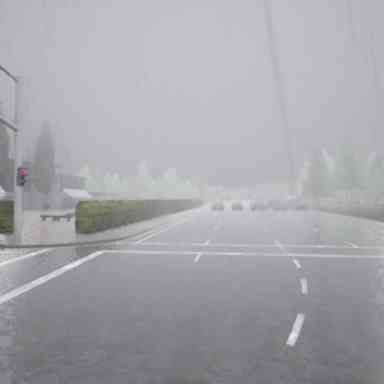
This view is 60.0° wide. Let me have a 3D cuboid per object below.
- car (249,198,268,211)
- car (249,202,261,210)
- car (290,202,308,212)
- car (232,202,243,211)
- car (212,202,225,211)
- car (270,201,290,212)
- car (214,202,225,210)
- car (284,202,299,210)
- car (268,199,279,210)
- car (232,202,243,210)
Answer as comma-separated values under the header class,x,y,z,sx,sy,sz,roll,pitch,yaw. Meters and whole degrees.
class,x,y,z,sx,sy,sz,roll,pitch,yaw
car,11.375,2.396,57.039,2.097,1.767,4.553,0,-1,7
car,12.573,2.757,66.156,2.033,1.411,5.357,0,-1,7
car,18.319,2.541,56.155,1.837,1.490,4.892,0,-1,7
car,7.912,2.650,57.550,1.895,1.301,4.718,0,-1,7
car,4.542,2.631,58.770,1.994,1.385,4.181,0,-1,7
car,14.798,2.634,56.225,1.895,1.301,4.718,0,-1,7
car,5.632,2.781,67.067,1.994,1.385,4.181,0,-1,7
car,19.513,2.694,65.245,2.128,1.511,4.902,0,-1,7
car,16.047,2.424,65.736,2.150,2.045,5.566,0,-1,7
car,9.103,2.705,66.613,2.128,1.511,4.902,0,-1,7
